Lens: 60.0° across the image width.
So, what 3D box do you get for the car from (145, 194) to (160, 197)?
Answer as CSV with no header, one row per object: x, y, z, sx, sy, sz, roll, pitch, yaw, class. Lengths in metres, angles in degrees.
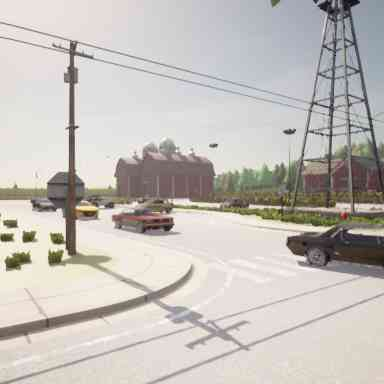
-7.854,1.318,61.301,4.605,1.855,1.932,0,0,-36,car

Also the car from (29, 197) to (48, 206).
-26.651,1.551,57.612,2.033,1.411,5.357,0,0,-37,car

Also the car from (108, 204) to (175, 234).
-2.948,1.603,19.488,1.895,1.301,4.718,0,0,-37,car

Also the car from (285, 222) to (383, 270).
5.354,1.604,9.809,4.718,1.301,1.895,0,0,39,car

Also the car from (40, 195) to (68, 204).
-26.832,1.485,64.761,4.611,1.667,2.242,0,0,-36,car

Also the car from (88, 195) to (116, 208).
-12.512,1.317,45.245,3.866,1.878,1.905,0,0,-36,car

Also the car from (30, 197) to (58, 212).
-17.198,1.550,38.717,2.033,1.411,5.357,0,0,-37,car

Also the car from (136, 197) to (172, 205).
-4.078,1.510,34.711,4.193,1.474,1.816,0,0,-36,car

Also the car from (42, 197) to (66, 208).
-20.474,1.495,49.296,2.128,1.511,4.902,0,0,-37,car

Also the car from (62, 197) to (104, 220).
-9.582,1.480,28.426,1.882,1.535,5.008,0,0,-37,car

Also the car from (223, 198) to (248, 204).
5.589,1.528,43.283,3.905,1.438,1.784,0,0,-36,car
